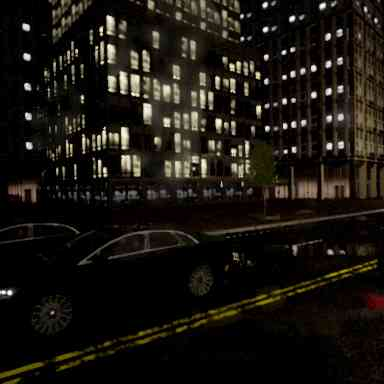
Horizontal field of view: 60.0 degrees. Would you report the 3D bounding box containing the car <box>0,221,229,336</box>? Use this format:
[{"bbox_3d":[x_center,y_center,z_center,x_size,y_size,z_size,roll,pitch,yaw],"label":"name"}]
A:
[{"bbox_3d":[-1.478,1.431,6.684,4.902,1.511,2.128,-2,1,-36],"label":"car"}]

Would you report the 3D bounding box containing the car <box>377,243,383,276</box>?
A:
[{"bbox_3d":[6.392,1.339,8.224,4.181,1.385,1.994,-2,1,-37],"label":"car"}]

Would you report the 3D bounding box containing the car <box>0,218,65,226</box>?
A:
[{"bbox_3d":[-4.540,1.463,8.479,4.902,1.511,2.128,-2,1,-36],"label":"car"}]
